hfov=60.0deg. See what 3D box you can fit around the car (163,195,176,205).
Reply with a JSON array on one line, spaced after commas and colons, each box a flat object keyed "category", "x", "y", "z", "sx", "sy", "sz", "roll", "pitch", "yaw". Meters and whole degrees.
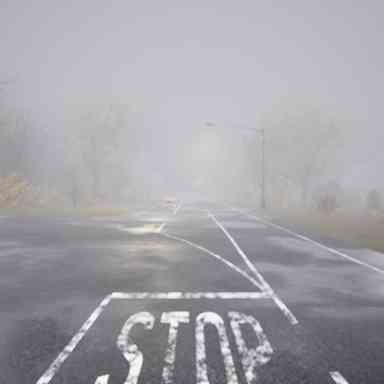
[{"category": "car", "x": -3.672, "y": 1.266, "z": 54.944, "sx": 1.882, "sy": 1.535, "sz": 5.008, "roll": 0, "pitch": 1, "yaw": -1}]
